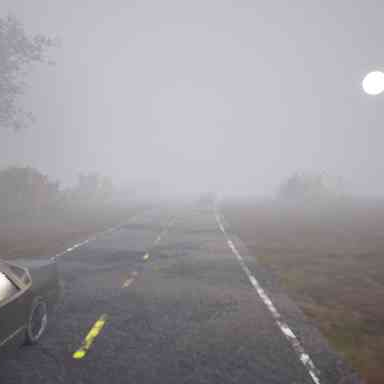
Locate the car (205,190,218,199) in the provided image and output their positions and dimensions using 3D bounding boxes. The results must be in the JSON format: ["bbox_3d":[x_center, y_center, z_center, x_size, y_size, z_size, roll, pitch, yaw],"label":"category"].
[{"bbox_3d":[3.951,0.663,63.740,1.994,1.385,4.181,0,1,8],"label":"car"}]

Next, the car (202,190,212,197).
[{"bbox_3d":[3.689,0.351,82.103,1.837,1.490,4.892,0,1,10],"label":"car"}]

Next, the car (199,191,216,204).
[{"bbox_3d":[1.994,0.912,46.363,1.994,1.385,4.181,0,1,5],"label":"car"}]

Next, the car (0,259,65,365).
[{"bbox_3d":[-3.096,1.519,3.454,2.033,1.411,5.357,0,1,0],"label":"car"}]
